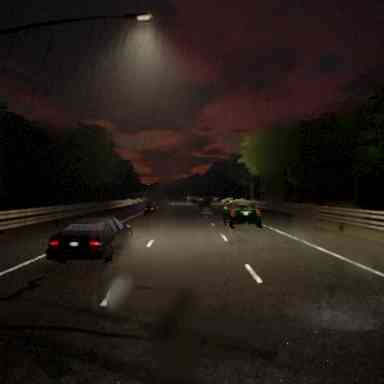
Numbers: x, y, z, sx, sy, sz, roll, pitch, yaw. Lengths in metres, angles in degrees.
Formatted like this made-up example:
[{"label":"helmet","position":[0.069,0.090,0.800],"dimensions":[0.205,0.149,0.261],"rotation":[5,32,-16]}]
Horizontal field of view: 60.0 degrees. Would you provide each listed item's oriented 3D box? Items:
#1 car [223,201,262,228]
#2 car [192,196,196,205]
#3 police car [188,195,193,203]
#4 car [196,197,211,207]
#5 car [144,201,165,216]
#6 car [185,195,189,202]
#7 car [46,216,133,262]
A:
[{"label":"car","position":[3.349,1.424,22.970],"dimensions":[2.097,1.767,4.553],"rotation":[0,0,-1]},{"label":"car","position":[1.550,1.926,67.744],"dimensions":[1.994,1.385,4.181],"rotation":[0,0,-3]},{"label":"police car","position":[0.865,1.873,78.914],"dimensions":[1.930,1.638,5.238],"rotation":[0,0,-4]},{"label":"car","position":[2.125,1.883,56.709],"dimensions":[1.895,1.301,4.718],"rotation":[0,0,-3]},{"label":"car","position":[-3.942,1.691,34.927],"dimensions":[2.033,1.411,5.357],"rotation":[0,0,-2]},{"label":"car","position":[0.095,2.029,89.856],"dimensions":[2.128,1.511,4.902],"rotation":[0,0,-4]},{"label":"car","position":[-3.481,1.580,12.246],"dimensions":[2.033,1.411,5.357],"rotation":[0,0,-1]}]
